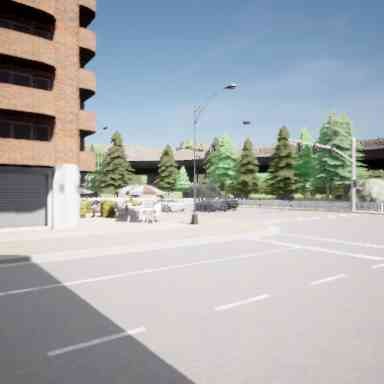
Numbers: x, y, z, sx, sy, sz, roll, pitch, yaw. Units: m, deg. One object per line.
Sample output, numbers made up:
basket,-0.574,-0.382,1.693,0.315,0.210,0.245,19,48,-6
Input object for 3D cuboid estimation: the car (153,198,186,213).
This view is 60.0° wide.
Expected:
car,-2.569,1.443,36.676,1.812,1.442,4.674,0,0,-37

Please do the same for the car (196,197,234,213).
car,2.122,1.476,36.117,1.994,1.385,4.181,0,0,-37

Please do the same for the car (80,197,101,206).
car,-17.047,1.469,52.572,5.357,1.411,2.033,0,0,17

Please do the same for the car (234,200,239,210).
car,3.586,1.399,40.559,2.128,1.511,4.902,0,0,-36
